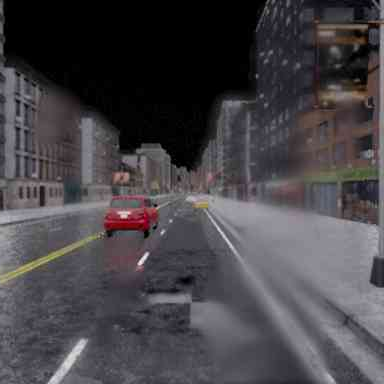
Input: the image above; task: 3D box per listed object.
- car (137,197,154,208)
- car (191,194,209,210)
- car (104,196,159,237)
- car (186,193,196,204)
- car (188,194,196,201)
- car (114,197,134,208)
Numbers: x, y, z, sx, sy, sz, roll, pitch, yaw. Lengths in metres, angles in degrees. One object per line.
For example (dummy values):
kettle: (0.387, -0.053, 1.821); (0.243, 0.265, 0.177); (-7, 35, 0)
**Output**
car: (-6.571, 1.488, 47.364); (1.812, 1.442, 4.674); (0, 0, 0)
car: (1.149, 1.425, 42.057); (1.801, 1.575, 5.366); (0, 0, 0)
car: (-3.135, 1.213, 18.105); (2.150, 2.045, 5.566); (0, 0, 0)
car: (0.008, 1.161, 61.745); (2.150, 2.045, 5.566); (0, 0, 2)
car: (0.020, 1.305, 81.133); (2.033, 1.411, 5.357); (0, 0, 0)
car: (-9.815, 1.525, 48.314); (1.994, 1.385, 4.181); (0, 0, 0)
